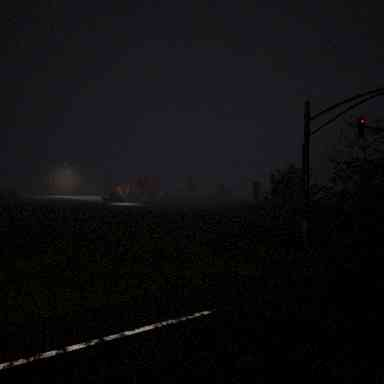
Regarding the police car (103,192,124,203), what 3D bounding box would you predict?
[{"bbox_3d":[-11.779,0.821,49.809,2.038,1.542,4.974,1,0,-32],"label":"police car"}]
